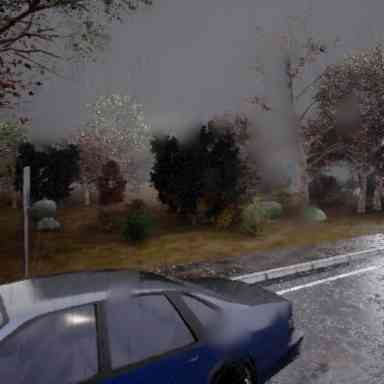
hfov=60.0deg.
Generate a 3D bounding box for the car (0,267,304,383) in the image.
[{"bbox_3d":[-1.222,1.549,3.119,5.357,1.411,2.033,0,0,-36],"label":"car"}]
